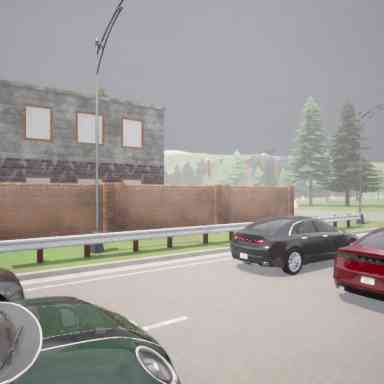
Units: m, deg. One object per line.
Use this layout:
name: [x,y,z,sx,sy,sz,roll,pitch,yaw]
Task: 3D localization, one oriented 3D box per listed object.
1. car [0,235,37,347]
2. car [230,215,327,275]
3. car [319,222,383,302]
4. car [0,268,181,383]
car: [-4.673,1.564,4.712,4.181,1.385,1.994,0,0,-36]
car: [3.400,1.505,10.515,4.892,1.490,1.837,0,0,-35]
car: [5.258,1.478,7.543,5.008,1.535,1.882,0,0,-35]
car: [-2.256,1.352,2.137,4.553,1.767,2.097,0,0,-35]
